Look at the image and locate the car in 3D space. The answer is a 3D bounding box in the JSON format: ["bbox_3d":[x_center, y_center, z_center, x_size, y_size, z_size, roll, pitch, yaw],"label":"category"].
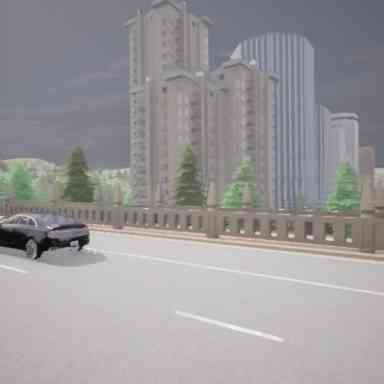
[{"bbox_3d":[-5.893,1.495,12.496,4.902,1.511,2.128,0,0,36],"label":"car"}]
